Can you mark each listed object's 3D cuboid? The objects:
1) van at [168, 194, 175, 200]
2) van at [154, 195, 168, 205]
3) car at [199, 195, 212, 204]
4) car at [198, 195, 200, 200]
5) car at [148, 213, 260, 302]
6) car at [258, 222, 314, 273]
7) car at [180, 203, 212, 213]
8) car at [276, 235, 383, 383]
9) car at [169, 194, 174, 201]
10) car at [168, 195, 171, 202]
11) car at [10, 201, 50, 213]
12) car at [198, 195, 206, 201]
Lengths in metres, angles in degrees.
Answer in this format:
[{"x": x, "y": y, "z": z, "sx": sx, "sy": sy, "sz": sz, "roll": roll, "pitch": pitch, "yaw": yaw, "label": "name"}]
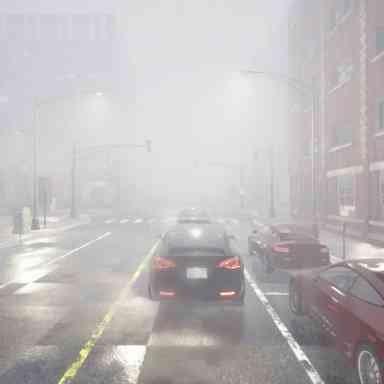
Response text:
[{"x": -5.756, "y": 1.376, "z": 93.490, "sx": 1.690, "sy": 1.788, "sz": 3.998, "roll": 1, "pitch": 0, "yaw": 0, "label": "van"}, {"x": -5.727, "y": 1.359, "z": 59.576, "sx": 1.690, "sy": 1.788, "sz": 3.998, "roll": 1, "pitch": 0, "yaw": 0, "label": "van"}, {"x": 2.650, "y": 1.544, "z": 59.715, "sx": 1.752, "sy": 1.417, "sz": 4.829, "roll": 1, "pitch": 0, "yaw": 0, "label": "car"}, {"x": 2.630, "y": 1.573, "z": 82.155, "sx": 1.887, "sy": 1.381, "sz": 4.507, "roll": 1, "pitch": 0, "yaw": 0, "label": "car"}, {"x": 0.093, "y": 1.506, "z": 8.336, "sx": 2.163, "sy": 1.488, "sz": 4.792, "roll": 0, "pitch": 0, "yaw": 0, "label": "car"}, {"x": 2.828, "y": 1.585, "z": 10.291, "sx": 1.802, "sy": 1.307, "sz": 4.206, "roll": 1, "pitch": 0, "yaw": 0, "label": "car"}, {"x": 0.086, "y": 1.552, "z": 17.608, "sx": 2.033, "sy": 1.411, "sz": 5.357, "roll": 0, "pitch": 0, "yaw": -1, "label": "car"}, {"x": 2.663, "y": 1.583, "z": 4.635, "sx": 1.802, "sy": 1.307, "sz": 4.206, "roll": 1, "pitch": 0, "yaw": 0, "label": "car"}, {"x": -5.746, "y": 1.607, "z": 76.533, "sx": 1.802, "sy": 1.307, "sz": 4.206, "roll": 1, "pitch": 0, "yaw": 0, "label": "car"}, {"x": -5.736, "y": 1.602, "z": 65.228, "sx": 1.802, "sy": 1.307, "sz": 4.206, "roll": 1, "pitch": 0, "yaw": 0, "label": "car"}, {"x": -18.744, "y": 1.730, "z": 38.655, "sx": 4.313, "sy": 1.339, "sz": 1.947, "roll": 0, "pitch": -1, "yaw": 0, "label": "car"}, {"x": 2.625, "y": 1.597, "z": 87.806, "sx": 1.947, "sy": 1.339, "sz": 4.313, "roll": 1, "pitch": 0, "yaw": 0, "label": "car"}]
